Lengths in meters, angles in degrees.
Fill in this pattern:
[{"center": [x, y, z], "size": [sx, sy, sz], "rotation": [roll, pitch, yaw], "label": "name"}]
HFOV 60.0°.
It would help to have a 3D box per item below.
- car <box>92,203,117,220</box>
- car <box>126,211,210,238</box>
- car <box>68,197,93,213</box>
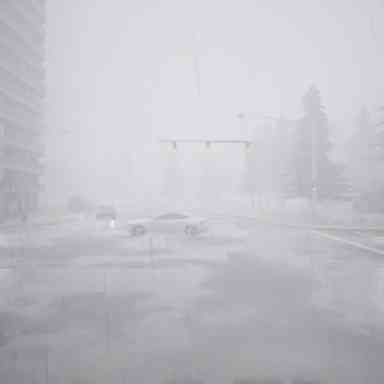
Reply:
[{"center": [-8.371, 1.921, 32.499], "size": [2.033, 1.411, 5.357], "rotation": [0, -1, -14], "label": "car"}, {"center": [-1.323, 1.781, 18.784], "size": [4.674, 1.442, 1.812], "rotation": [0, 0, 0], "label": "car"}, {"center": [-15.452, 1.744, 46.437], "size": [2.150, 2.045, 5.566], "rotation": [1, 0, -40], "label": "car"}]
